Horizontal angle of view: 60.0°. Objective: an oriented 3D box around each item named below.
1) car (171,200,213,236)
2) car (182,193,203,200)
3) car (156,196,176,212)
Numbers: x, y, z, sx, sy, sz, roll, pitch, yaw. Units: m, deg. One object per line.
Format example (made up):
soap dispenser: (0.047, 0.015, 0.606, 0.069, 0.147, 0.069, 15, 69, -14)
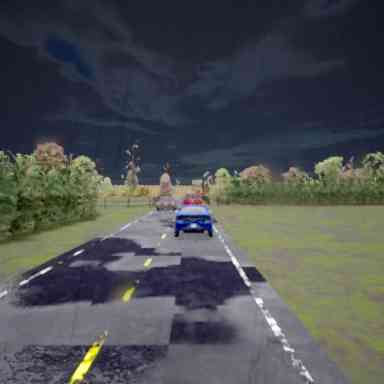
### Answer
car: (0.081, 1.418, 17.981, 1.882, 1.535, 5.008, 0, 0, 0)
car: (0.063, 1.093, 37.332, 2.150, 2.045, 5.566, 0, 0, 0)
car: (-2.788, 1.225, 37.181, 2.097, 1.767, 4.553, 0, 0, 0)
